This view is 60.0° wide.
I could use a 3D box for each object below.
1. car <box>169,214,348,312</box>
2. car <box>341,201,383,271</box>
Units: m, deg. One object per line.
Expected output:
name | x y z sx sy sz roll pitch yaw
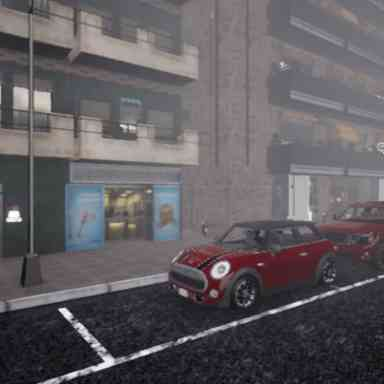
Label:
car | 1.458 1.409 7.602 4.097 1.590 1.967 0 0 -36
car | 6.045 1.250 10.876 5.009 1.841 2.192 0 0 -36
